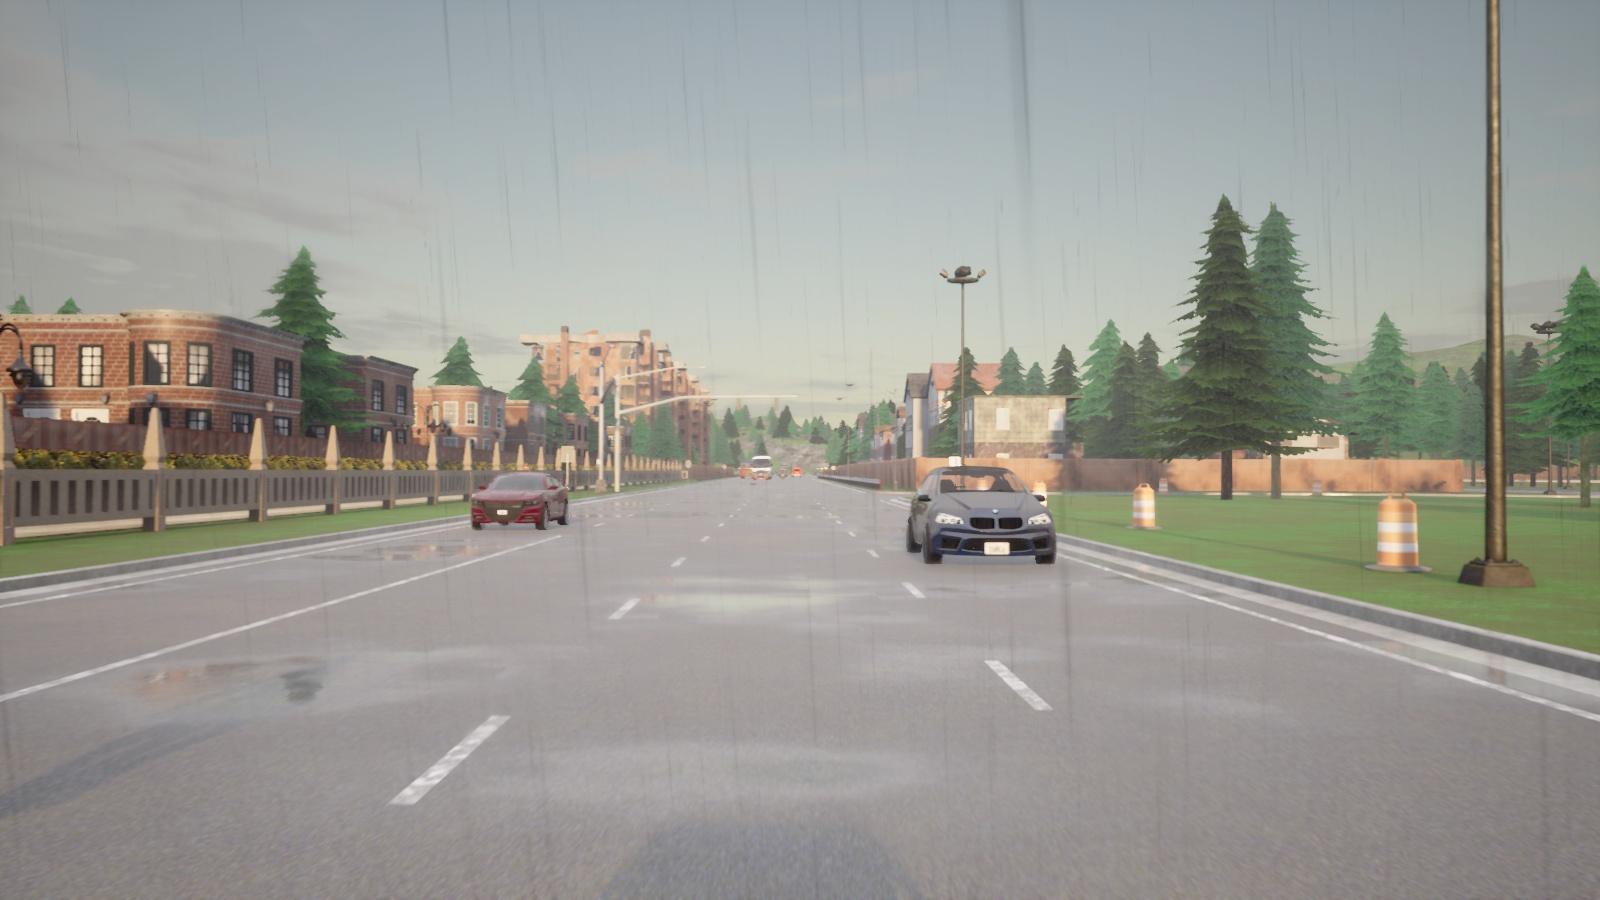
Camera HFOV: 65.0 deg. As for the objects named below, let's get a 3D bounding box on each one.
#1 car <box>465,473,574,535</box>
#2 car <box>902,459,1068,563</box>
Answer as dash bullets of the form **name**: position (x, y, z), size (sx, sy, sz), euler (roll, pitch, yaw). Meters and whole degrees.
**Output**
- **car**: position (-7.461, 1.389, 33.918), size (1.882, 1.535, 5.008), euler (0, -1, -1)
- **car**: position (3.185, 1.025, 22.612), size (2.242, 1.667, 4.611), euler (0, -1, -1)
